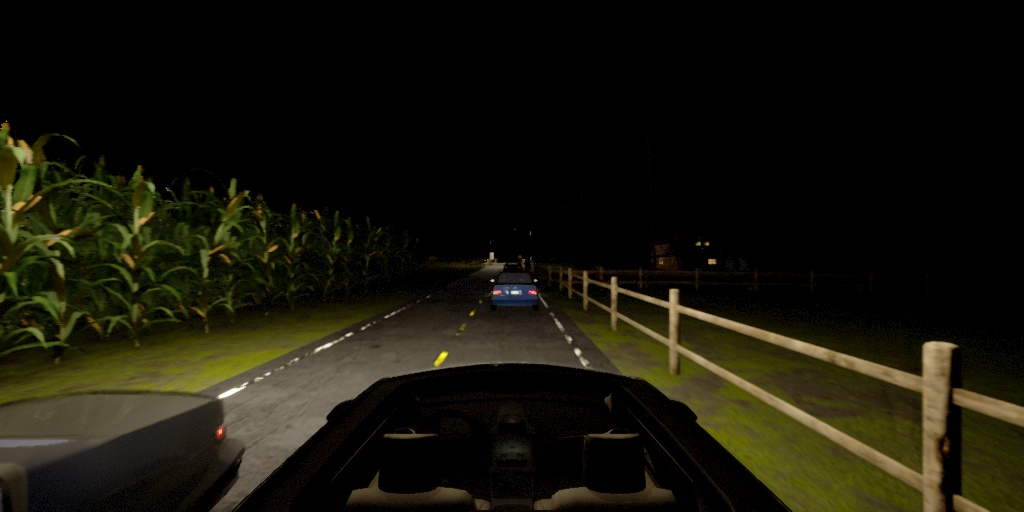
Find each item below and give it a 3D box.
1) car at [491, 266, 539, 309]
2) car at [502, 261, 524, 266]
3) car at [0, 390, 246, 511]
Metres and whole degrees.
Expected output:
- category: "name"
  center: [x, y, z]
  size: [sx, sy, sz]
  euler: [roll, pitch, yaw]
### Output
- category: "car"
  center: [0.092, 1.305, 14.832]
  size: [2.033, 1.411, 5.357]
  euler: [0, 0, 0]
- category: "car"
  center: [0.094, 1.270, 35.549]
  size: [2.128, 1.511, 4.902]
  euler: [0, 0, 0]
- category: "car"
  center: [-2.852, 1.297, 0.189]
  size: [2.033, 1.411, 5.357]
  euler: [0, 0, 0]
